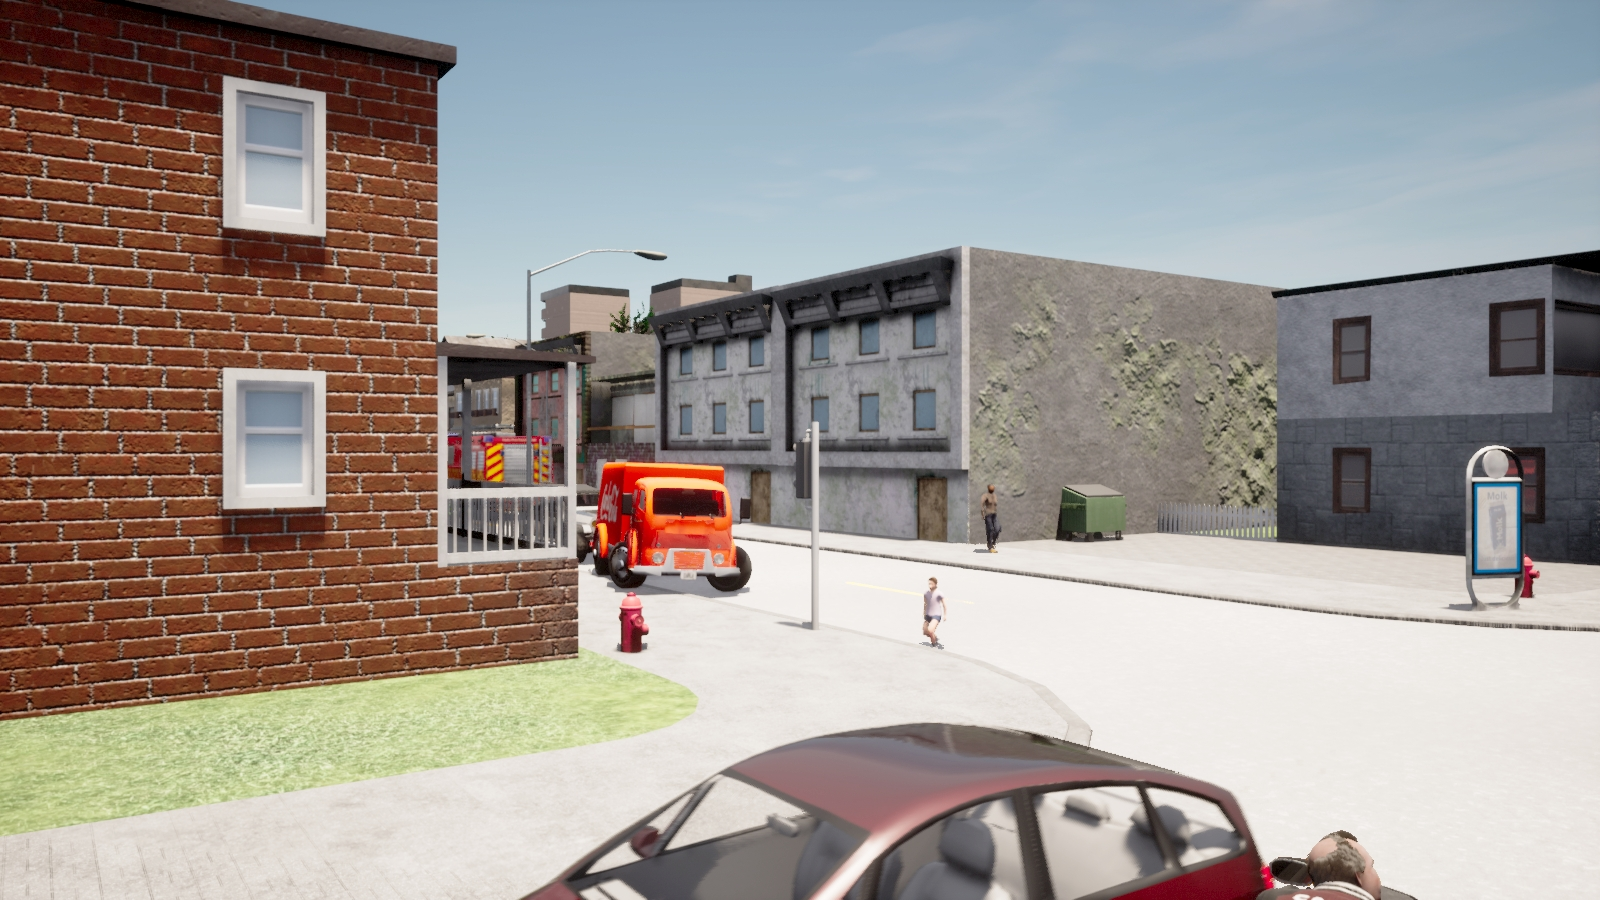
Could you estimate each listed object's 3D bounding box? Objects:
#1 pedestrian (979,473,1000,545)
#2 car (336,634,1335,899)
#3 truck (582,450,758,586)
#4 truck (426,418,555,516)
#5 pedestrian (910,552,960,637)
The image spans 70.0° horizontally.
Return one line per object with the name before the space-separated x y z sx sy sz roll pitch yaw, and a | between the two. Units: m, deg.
pedestrian | 4.942 1.524 29.838 0.375 1.860 0.375 0 0 -31
car | 0.272 1.806 4.635 3.705 1.549 1.789 0 0 -34
truck | -2.868 1.294 23.855 2.627 2.467 5.204 3 -1 -17
truck | -13.417 0.670 48.983 2.891 3.827 8.468 0 0 -33
pedestrian | 1.886 2.008 15.975 0.500 1.100 0.500 0 0 39
